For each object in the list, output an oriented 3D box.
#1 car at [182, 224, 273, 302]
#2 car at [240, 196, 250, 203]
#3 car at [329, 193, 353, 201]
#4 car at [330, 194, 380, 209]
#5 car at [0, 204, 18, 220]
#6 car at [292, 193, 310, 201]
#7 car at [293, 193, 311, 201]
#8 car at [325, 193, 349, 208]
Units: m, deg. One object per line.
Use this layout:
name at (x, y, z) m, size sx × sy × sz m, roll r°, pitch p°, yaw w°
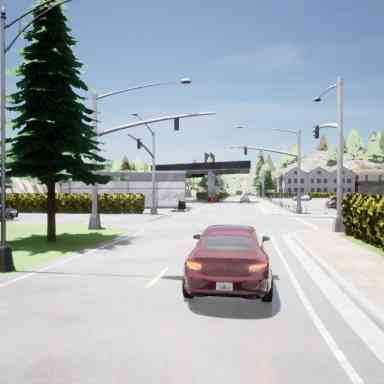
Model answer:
car at (0.939, 1.526, 8.223) m, size 1.812 × 1.442 × 4.674 m, roll 0°, pitch 0°, yaw 9°
car at (10.847, 1.526, 68.051) m, size 1.812 × 1.442 × 4.674 m, roll 0°, pitch 0°, yaw 10°
car at (33.280, 1.097, 74.538) m, size 4.605 × 1.855 × 1.932 m, roll 0°, pitch 0°, yaw 9°
car at (19.082, 1.340, 38.905) m, size 4.514 × 1.523 × 2.007 m, roll 0°, pitch 0°, yaw 9°
car at (-16.209, 1.492, 26.253) m, size 4.902 × 1.511 × 2.128 m, roll 0°, pitch 0°, yaw 9°
car at (24.902, 1.361, 75.843) m, size 3.806 × 1.475 × 1.970 m, roll 0°, pitch 0°, yaw 9°
car at (26.032, 1.077, 79.029) m, size 3.866 × 1.878 × 1.905 m, roll 0°, pitch 0°, yaw 9°
car at (19.527, 1.330, 42.010) m, size 5.027 × 1.636 × 2.152 m, roll 0°, pitch 0°, yaw 9°
